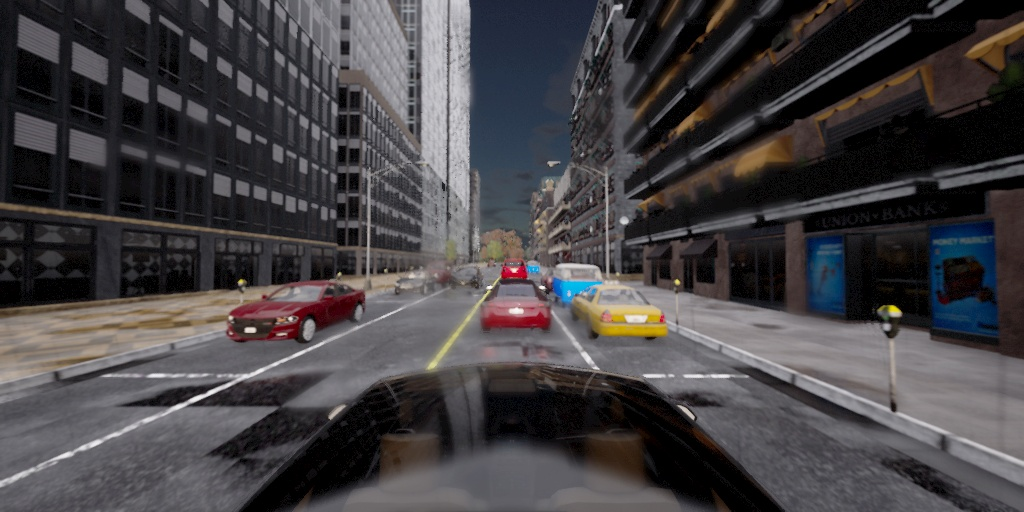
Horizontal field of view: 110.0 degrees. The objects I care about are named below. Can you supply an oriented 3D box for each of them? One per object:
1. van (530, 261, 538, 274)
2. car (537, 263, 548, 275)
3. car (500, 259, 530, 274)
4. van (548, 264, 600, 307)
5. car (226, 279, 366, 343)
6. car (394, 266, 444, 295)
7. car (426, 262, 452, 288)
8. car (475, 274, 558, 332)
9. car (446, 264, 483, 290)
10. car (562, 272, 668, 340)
[{"bbox_3d":[2.834,1.622,49.586,1.690,1.789,3.998,0,0,0],"label":"van"},{"bbox_3d":[2.748,1.407,21.302,1.967,1.591,4.097,0,0,0],"label":"car"},{"bbox_3d":[0.185,1.297,30.786,2.150,2.045,5.566,0,0,0],"label":"car"},{"bbox_3d":[2.731,1.245,15.645,1.690,1.789,3.998,0,0,0],"label":"van"},{"bbox_3d":[-5.667,1.386,10.007,1.888,1.381,4.507,0,0,0],"label":"car"},{"bbox_3d":[-5.633,1.517,21.320,2.007,1.370,4.403,0,0,0],"label":"car"},{"bbox_3d":[-5.616,1.344,26.977,2.192,1.841,5.009,0,0,0],"label":"car"},{"bbox_3d":[0.124,1.420,11.293,1.994,1.385,4.181,0,-1,0],"label":"car"},{"bbox_3d":[-3.030,1.511,24.858,1.837,1.490,4.892,0,-1,0],"label":"car"},{"bbox_3d":[2.714,1.367,10.158,1.751,1.417,4.829,0,0,0],"label":"car"}]
